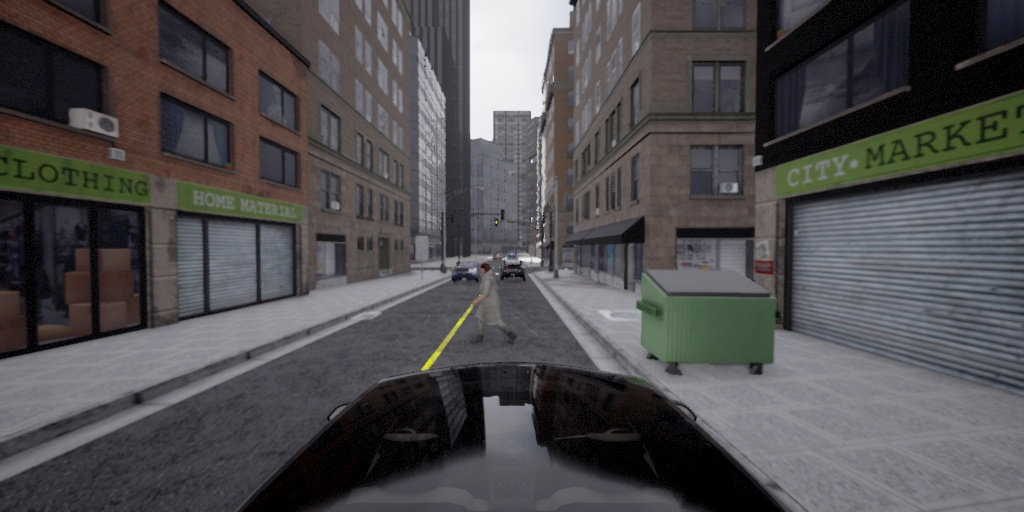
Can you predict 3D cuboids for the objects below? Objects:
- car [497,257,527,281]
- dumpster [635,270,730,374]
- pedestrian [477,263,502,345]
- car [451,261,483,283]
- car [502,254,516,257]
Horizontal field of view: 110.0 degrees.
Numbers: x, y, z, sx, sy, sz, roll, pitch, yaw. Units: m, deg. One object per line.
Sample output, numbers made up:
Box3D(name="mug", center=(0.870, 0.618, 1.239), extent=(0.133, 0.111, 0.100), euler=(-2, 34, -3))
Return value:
Box3D(name="car", center=(0.077, 1.023, 27.180), extent=(1.837, 1.490, 4.892), euler=(0, 1, 0))
Box3D(name="dumpster", center=(3.135, 1.099, 7.038), extent=(1.020, 1.700, 1.940), euler=(0, 0, 0))
Box3D(name="pedestrian", center=(-0.489, 0.993, 7.824), extent=(0.375, 1.860, 0.375), euler=(-1, 1, -9))
Box3D(name="car", center=(-3.056, 1.079, 25.685), extent=(2.033, 1.411, 5.357), euler=(0, 1, 0))
Box3D(name="car", center=(0.087, 0.852, 46.914), extent=(2.033, 1.411, 5.357), euler=(0, 1, 0))
